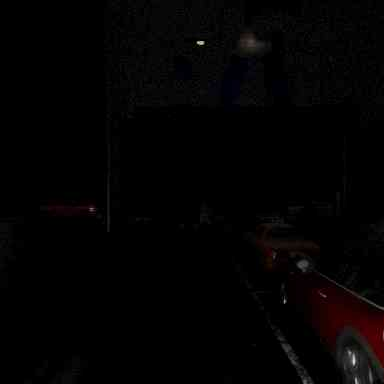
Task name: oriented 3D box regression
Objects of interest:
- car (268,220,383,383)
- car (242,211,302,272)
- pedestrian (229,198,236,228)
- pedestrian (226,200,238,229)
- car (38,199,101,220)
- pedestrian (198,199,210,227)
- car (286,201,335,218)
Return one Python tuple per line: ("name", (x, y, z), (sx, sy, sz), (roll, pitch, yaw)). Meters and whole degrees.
("car", (2.641, 1.441, 4.989), (1.967, 1.590, 4.097), (0, 0, 0))
("car", (2.638, 1.529, 10.597), (1.752, 1.417, 4.829), (0, 0, 0))
("pedestrian", (2.544, 1.301, 20.916), (0.375, 1.860, 0.375), (0, 0, 0))
("pedestrian", (2.432, 1.301, 20.202), (0.375, 1.860, 0.375), (0, 0, 0))
("car", (-9.648, 1.363, 26.506), (4.553, 1.767, 2.097), (0, 0, 0))
("pedestrian", (0.775, 1.296, 21.516), (0.375, 1.860, 0.375), (0, 0, 0))
("car", (10.692, 1.521, 29.526), (4.674, 1.442, 1.812), (0, 0, 0))
